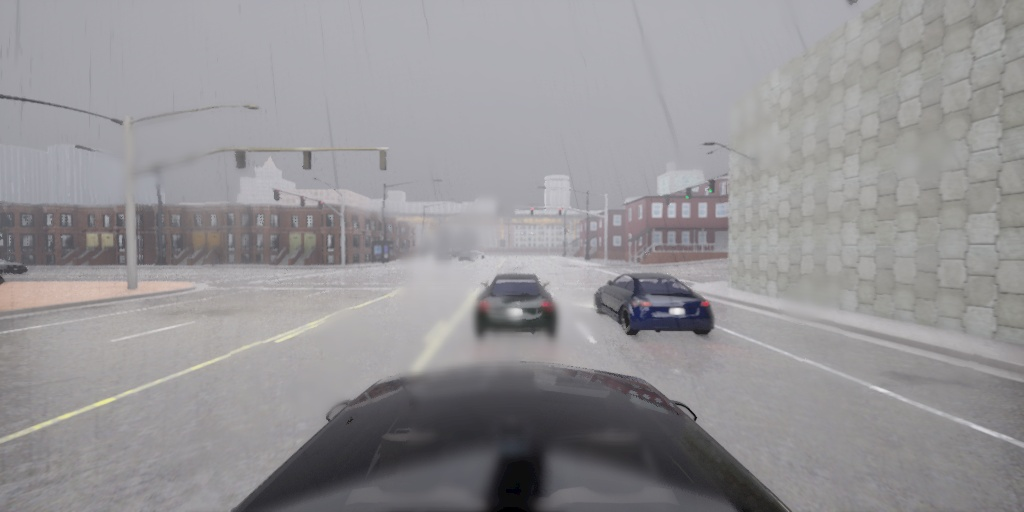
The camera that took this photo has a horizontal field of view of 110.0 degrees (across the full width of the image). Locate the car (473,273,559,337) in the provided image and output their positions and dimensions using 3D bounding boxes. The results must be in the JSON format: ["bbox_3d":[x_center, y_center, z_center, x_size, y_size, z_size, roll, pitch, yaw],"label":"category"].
[{"bbox_3d":[0.110,1.142,9.643,1.994,1.385,4.181,0,1,1],"label":"car"}]

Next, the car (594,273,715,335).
[{"bbox_3d":[3.612,1.137,9.829,1.994,1.385,4.181,0,1,0],"label":"car"}]

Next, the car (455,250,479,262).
[{"bbox_3d":[-6.804,0.152,54.653,2.033,1.411,5.357,0,1,1],"label":"car"}]

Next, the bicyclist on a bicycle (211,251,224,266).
[{"bbox_3d":[-30.653,0.280,37.375,0.582,1.620,1.656,0,1,0],"label":"bicyclist on a bicycle"}]

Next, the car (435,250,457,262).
[{"bbox_3d":[-10.301,0.155,54.502,2.033,1.411,5.357,0,1,1],"label":"car"}]

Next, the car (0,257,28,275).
[{"bbox_3d":[-39.001,0.717,26.416,4.892,1.490,1.837,0,1,0],"label":"car"}]
